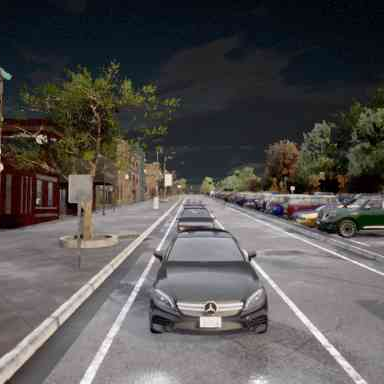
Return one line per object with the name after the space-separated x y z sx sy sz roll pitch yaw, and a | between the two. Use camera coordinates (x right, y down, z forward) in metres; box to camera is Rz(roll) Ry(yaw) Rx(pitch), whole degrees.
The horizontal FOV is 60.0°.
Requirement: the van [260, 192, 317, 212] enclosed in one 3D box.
9.057 1.230 31.121 4.442 1.987 1.878 0 0 0 | van

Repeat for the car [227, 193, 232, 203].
8.982 1.290 56.356 4.892 1.521 2.231 0 1 0 | car

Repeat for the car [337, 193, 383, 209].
22.137 1.153 43.052 5.566 2.045 2.435 0 0 0 | car

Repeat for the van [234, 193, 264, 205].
9.125 1.089 53.552 4.442 1.987 1.878 0 1 0 | van

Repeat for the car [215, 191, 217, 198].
8.798 1.065 81.584 5.008 1.535 2.097 0 1 0 | car

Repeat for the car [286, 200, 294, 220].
9.237 1.506 22.709 4.674 1.452 2.002 0 0 0 | car

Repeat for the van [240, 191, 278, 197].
9.187 1.163 45.144 4.442 1.987 1.878 0 0 0 | van

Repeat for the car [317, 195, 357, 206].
22.291 1.332 51.383 5.366 1.575 1.946 0 1 0 | car

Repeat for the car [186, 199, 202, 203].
0.212 1.441 30.200 2.128 1.511 4.902 0 0 0 | car

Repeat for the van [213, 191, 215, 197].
8.625 0.764 89.990 4.442 1.987 1.878 0 1 0 | van

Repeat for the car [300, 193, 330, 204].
22.075 1.136 59.709 4.553 1.767 2.185 0 1 0 | car

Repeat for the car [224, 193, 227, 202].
8.944 1.279 61.963 4.674 1.452 2.002 0 1 0 | car

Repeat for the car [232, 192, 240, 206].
9.022 1.113 47.943 5.566 2.045 2.435 0 1 0 | car

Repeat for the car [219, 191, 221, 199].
8.878 0.938 67.566 5.566 2.045 2.435 0 1 0 | car

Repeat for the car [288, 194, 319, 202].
21.818 1.209 65.258 5.366 1.575 1.946 0 0 0 | car

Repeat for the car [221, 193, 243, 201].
8.833 1.014 73.173 4.553 1.767 2.185 0 1 0 | car

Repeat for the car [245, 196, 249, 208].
9.109 1.466 39.535 4.674 1.452 2.002 0 0 0 | car

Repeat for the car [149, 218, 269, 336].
0.251 1.524 6.894 1.812 1.442 4.674 0 0 0 | car

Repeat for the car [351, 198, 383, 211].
22.215 1.452 40.279 4.792 1.488 2.163 0 0 0 | car

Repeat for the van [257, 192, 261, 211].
9.269 1.222 33.924 4.442 1.987 1.878 0 0 0 | van

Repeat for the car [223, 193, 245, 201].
8.854 1.039 70.370 4.553 1.767 2.185 0 1 0 | car

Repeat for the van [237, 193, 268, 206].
9.146 1.113 50.749 4.442 1.987 1.878 0 1 0 | van

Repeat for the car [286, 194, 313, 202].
21.988 1.188 68.036 4.892 1.521 2.231 0 1 0 | car

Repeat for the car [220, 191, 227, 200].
8.898 0.963 64.763 5.566 2.045 2.435 0 1 0 | car

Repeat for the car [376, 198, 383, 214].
22.411 1.444 34.725 5.366 1.575 1.946 0 0 0 | car

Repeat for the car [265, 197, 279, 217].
9.188 1.460 28.315 5.008 1.535 2.097 0 0 0 | car

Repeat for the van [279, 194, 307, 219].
9.331 1.237 25.512 4.442 1.987 1.878 0 0 0 | van

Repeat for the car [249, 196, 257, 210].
9.161 1.470 36.727 4.792 1.488 2.163 0 0 0 | car

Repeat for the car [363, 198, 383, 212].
22.177 1.469 37.496 4.792 1.488 2.163 0 0 0 | car

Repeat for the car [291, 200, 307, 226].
9.070 1.466 19.904 5.366 1.575 1.946 0 0 0 | car

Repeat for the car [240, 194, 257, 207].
9.097 1.409 42.338 4.892 1.521 2.231 0 0 0 | car

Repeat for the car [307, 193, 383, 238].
9.248 1.221 17.101 5.566 2.045 2.435 0 0 0 | car

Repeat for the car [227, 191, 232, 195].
8.999 1.139 59.158 4.553 1.767 2.185 0 1 0 | car

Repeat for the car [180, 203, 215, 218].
0.189 1.532 17.473 2.033 1.411 5.357 0 0 0 | car
